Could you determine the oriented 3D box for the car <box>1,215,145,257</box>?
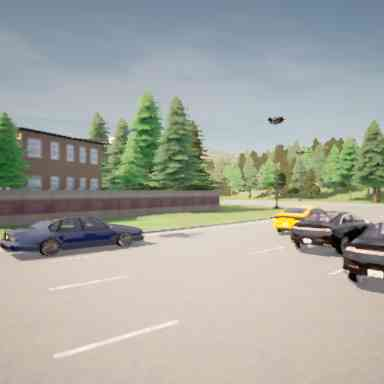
[{"bbox_3d":[-4.617,1.650,13.463,5.357,1.411,2.033,0,0,-39],"label":"car"}]

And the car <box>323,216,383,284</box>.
[{"bbox_3d":[5.670,1.497,8.589,4.902,1.511,2.128,0,0,-41],"label":"car"}]

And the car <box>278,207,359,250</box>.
[{"bbox_3d":[5.869,1.519,13.464,4.902,1.511,2.128,0,0,-43],"label":"car"}]

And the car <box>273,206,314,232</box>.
[{"bbox_3d":[6.576,1.527,19.050,1.882,1.535,5.008,0,0,44],"label":"car"}]
